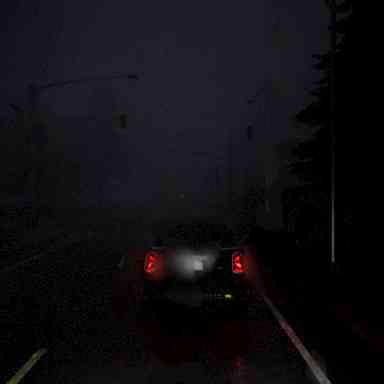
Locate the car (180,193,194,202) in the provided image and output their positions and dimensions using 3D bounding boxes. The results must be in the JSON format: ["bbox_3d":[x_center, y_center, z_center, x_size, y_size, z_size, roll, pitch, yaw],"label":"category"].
[{"bbox_3d":[-0.835,1.421,73.434,1.895,1.301,4.718,0,0,-7],"label":"car"}]

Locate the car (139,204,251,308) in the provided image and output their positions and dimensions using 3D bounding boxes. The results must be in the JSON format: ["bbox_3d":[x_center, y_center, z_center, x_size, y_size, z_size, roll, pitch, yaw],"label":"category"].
[{"bbox_3d":[0.072,1.337,8.070,2.097,1.767,4.553,0,0,1],"label":"car"}]

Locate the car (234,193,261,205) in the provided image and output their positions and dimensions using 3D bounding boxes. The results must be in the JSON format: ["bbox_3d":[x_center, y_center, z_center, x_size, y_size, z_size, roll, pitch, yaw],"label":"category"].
[{"bbox_3d":[8.508,1.053,51.294,3.866,1.878,1.905,0,0,-1],"label":"car"}]

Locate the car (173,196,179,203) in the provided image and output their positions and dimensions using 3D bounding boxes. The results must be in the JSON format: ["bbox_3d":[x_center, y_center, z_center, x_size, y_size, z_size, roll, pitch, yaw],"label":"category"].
[{"bbox_3d":[-4.051,1.421,62.432,1.994,1.385,4.181,0,0,0],"label":"car"}]

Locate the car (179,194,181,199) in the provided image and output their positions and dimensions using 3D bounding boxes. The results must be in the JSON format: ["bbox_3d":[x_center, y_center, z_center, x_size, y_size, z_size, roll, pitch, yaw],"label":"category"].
[{"bbox_3d":[-2.109,1.006,83.568,2.097,1.767,4.553,0,0,-13],"label":"car"}]

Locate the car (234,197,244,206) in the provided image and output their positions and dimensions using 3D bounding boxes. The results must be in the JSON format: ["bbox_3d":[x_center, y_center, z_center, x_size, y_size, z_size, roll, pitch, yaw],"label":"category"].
[{"bbox_3d":[8.919,1.055,48.783,4.605,1.855,1.932,0,0,-1],"label":"car"}]

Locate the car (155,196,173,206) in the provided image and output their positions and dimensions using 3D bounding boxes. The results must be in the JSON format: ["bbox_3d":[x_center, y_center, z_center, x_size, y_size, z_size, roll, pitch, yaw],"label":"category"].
[{"bbox_3d":[-3.993,1.412,45.879,1.812,1.442,4.674,0,0,0],"label":"car"}]
